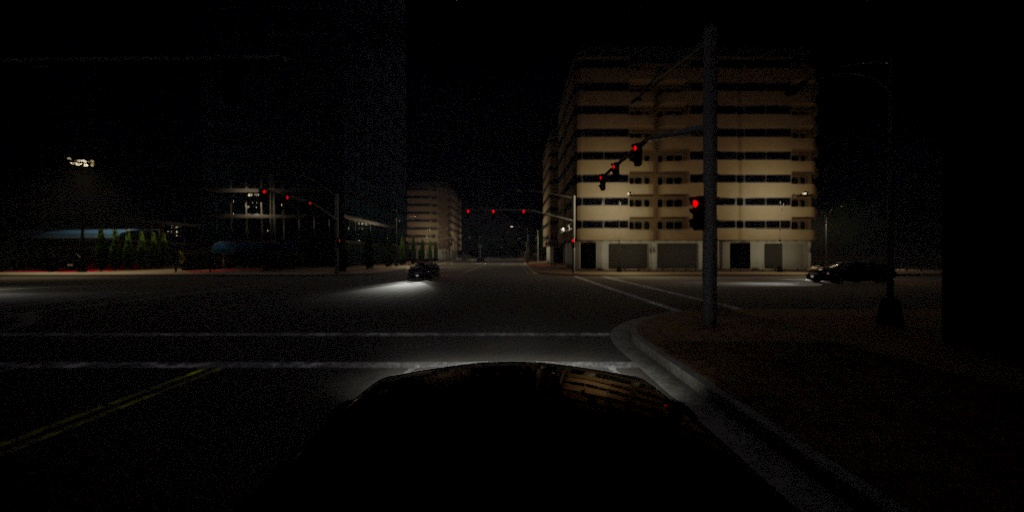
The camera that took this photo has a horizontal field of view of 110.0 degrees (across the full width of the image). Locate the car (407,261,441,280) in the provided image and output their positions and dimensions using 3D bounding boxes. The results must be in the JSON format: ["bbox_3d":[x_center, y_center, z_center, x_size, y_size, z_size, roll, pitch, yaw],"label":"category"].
[{"bbox_3d":[-7.009,1.172,28.968,2.128,1.511,4.902,0,0,0],"label":"car"}]

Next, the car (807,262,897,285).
[{"bbox_3d":[23.033,1.134,24.576,4.902,1.511,2.128,0,0,0],"label":"car"}]
